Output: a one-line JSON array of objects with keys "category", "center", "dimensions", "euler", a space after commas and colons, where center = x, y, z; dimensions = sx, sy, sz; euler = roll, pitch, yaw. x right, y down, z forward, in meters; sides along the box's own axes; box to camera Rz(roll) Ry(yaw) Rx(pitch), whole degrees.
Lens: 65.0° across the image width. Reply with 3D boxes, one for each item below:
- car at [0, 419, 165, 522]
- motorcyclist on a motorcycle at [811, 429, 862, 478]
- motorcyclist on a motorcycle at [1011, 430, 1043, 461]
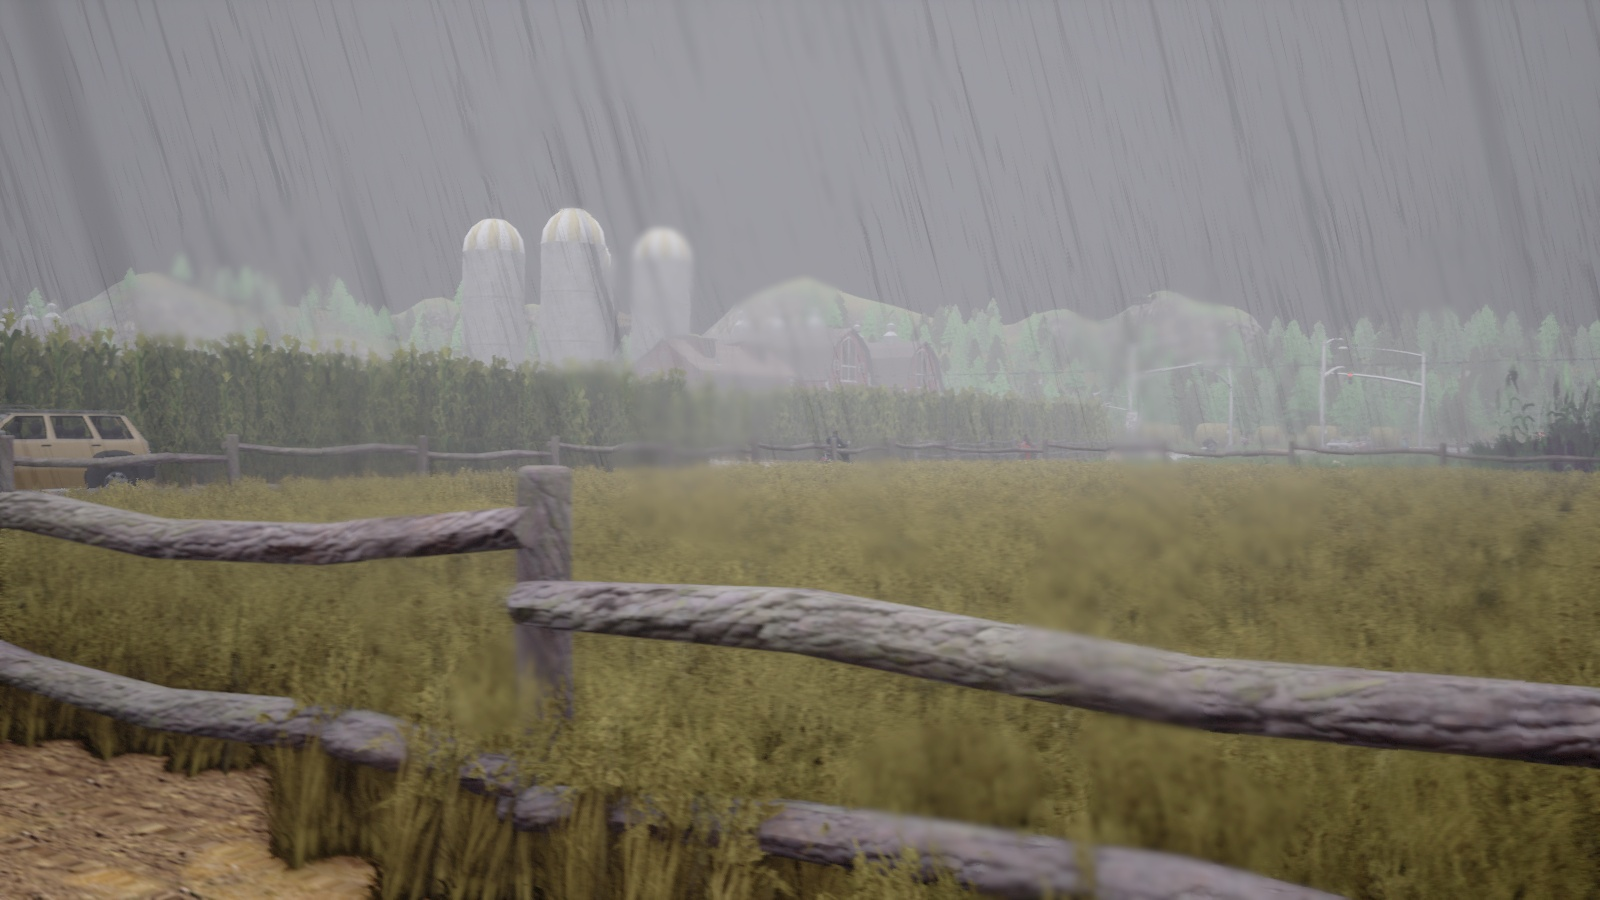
[{"category": "car", "center": [-14.778, 0.358, 23.676], "dimensions": [1.932, 1.855, 4.605], "euler": [0, 1, 33]}, {"category": "motorcyclist on a motorcycle", "center": [1.236, 0.096, 42.293], "dimensions": [0.866, 1.590, 1.817], "euler": [0, 1, 33]}, {"category": "motorcyclist on a motorcycle", "center": [11.467, -0.257, 63.407], "dimensions": [0.797, 1.523, 2.044], "euler": [0, 1, 33]}]
